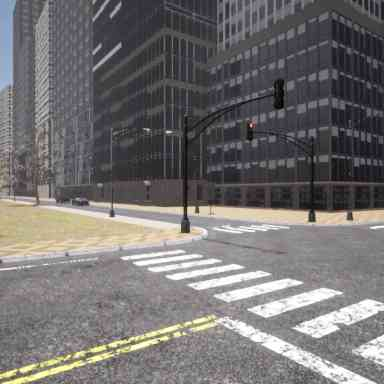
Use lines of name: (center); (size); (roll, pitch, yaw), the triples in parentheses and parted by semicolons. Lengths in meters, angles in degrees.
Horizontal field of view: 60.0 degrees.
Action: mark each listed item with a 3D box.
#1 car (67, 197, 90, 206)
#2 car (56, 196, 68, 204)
car: (-18.526, 1.602, 54.839); (1.895, 1.301, 4.718); (0, 0, -35)
car: (-24.613, 1.511, 63.526); (1.837, 1.490, 4.892); (0, 0, -35)
